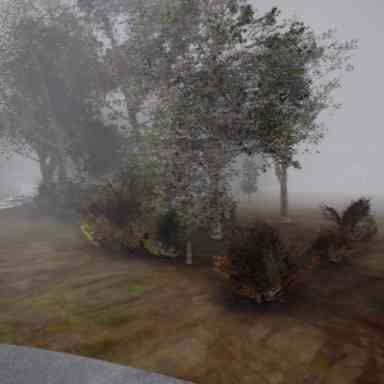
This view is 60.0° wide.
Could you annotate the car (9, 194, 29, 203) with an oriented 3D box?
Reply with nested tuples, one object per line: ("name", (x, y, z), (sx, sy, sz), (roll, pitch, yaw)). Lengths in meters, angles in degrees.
("car", (-26.387, 0.954, 50.939), (1.895, 1.301, 4.718), (-3, 3, -16))
